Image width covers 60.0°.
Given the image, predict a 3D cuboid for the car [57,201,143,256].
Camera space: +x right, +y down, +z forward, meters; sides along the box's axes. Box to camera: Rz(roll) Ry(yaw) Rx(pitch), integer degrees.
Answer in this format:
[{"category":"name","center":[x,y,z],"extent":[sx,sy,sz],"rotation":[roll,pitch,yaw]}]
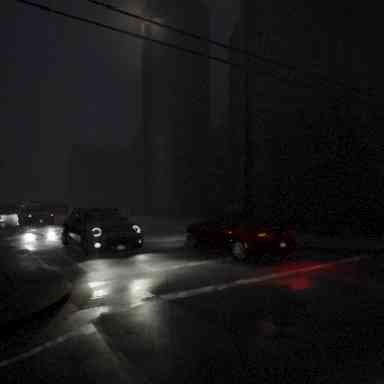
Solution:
[{"category":"car","center":[-3.821,1.430,13.790],"extent":[2.097,1.767,4.553],"rotation":[0,0,-35]}]

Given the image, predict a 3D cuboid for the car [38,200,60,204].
[{"category":"car","center":[-14.735,1.690,35.742],"extent":[1.882,1.535,5.008],"rotation":[0,0,-35]}]

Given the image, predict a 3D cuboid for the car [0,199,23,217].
[{"category":"car","center":[-21.617,1.849,39.160],"extent":[1.895,1.301,4.718],"rotation":[0,0,-35]}]

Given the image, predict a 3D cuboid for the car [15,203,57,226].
[{"category":"car","center":[-11.887,1.756,25.260],"extent":[1.895,1.301,4.718],"rotation":[0,0,-35]}]

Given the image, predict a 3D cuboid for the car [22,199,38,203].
[{"category":"car","center":[-20.556,1.759,43.972],"extent":[2.128,1.511,4.902],"rotation":[0,0,-35]}]

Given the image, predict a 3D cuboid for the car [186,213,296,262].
[{"category":"car","center":[1.597,1.535,12.670],"extent":[1.882,1.535,5.008],"rotation":[1,-1,-31]}]
